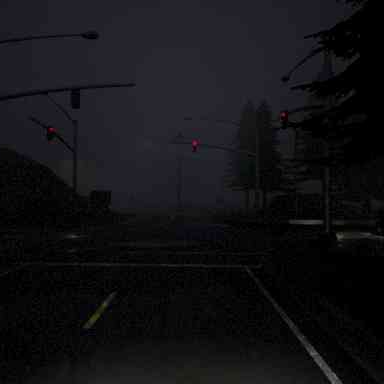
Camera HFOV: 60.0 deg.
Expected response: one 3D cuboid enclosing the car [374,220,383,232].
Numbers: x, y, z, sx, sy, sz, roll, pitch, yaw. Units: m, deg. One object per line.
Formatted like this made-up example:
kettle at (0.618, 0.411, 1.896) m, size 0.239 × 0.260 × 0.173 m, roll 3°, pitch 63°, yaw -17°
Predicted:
car at (14.210, 1.866, 21.210) m, size 4.553 × 1.767 × 2.097 m, roll 0°, pitch -1°, yaw 0°
